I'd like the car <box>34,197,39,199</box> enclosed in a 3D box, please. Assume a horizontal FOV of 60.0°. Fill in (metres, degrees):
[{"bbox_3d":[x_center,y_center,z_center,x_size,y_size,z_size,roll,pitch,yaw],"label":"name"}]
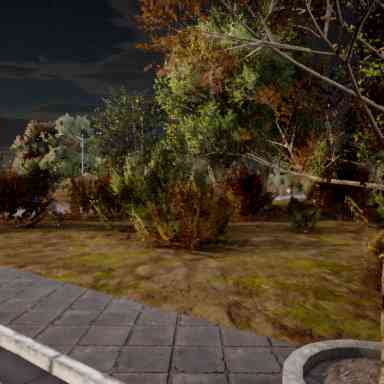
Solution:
[{"bbox_3d":[-19.177,1.250,38.589,1.882,1.535,5.008,0,0,32],"label":"car"}]
